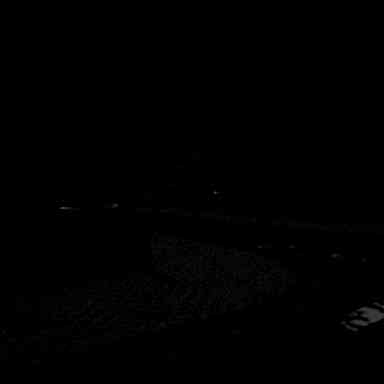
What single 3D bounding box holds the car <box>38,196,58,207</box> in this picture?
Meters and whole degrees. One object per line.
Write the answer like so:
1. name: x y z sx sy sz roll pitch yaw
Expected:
1. car: -19.945 1.360 45.974 1.837 1.490 4.892 -2 2 -36
